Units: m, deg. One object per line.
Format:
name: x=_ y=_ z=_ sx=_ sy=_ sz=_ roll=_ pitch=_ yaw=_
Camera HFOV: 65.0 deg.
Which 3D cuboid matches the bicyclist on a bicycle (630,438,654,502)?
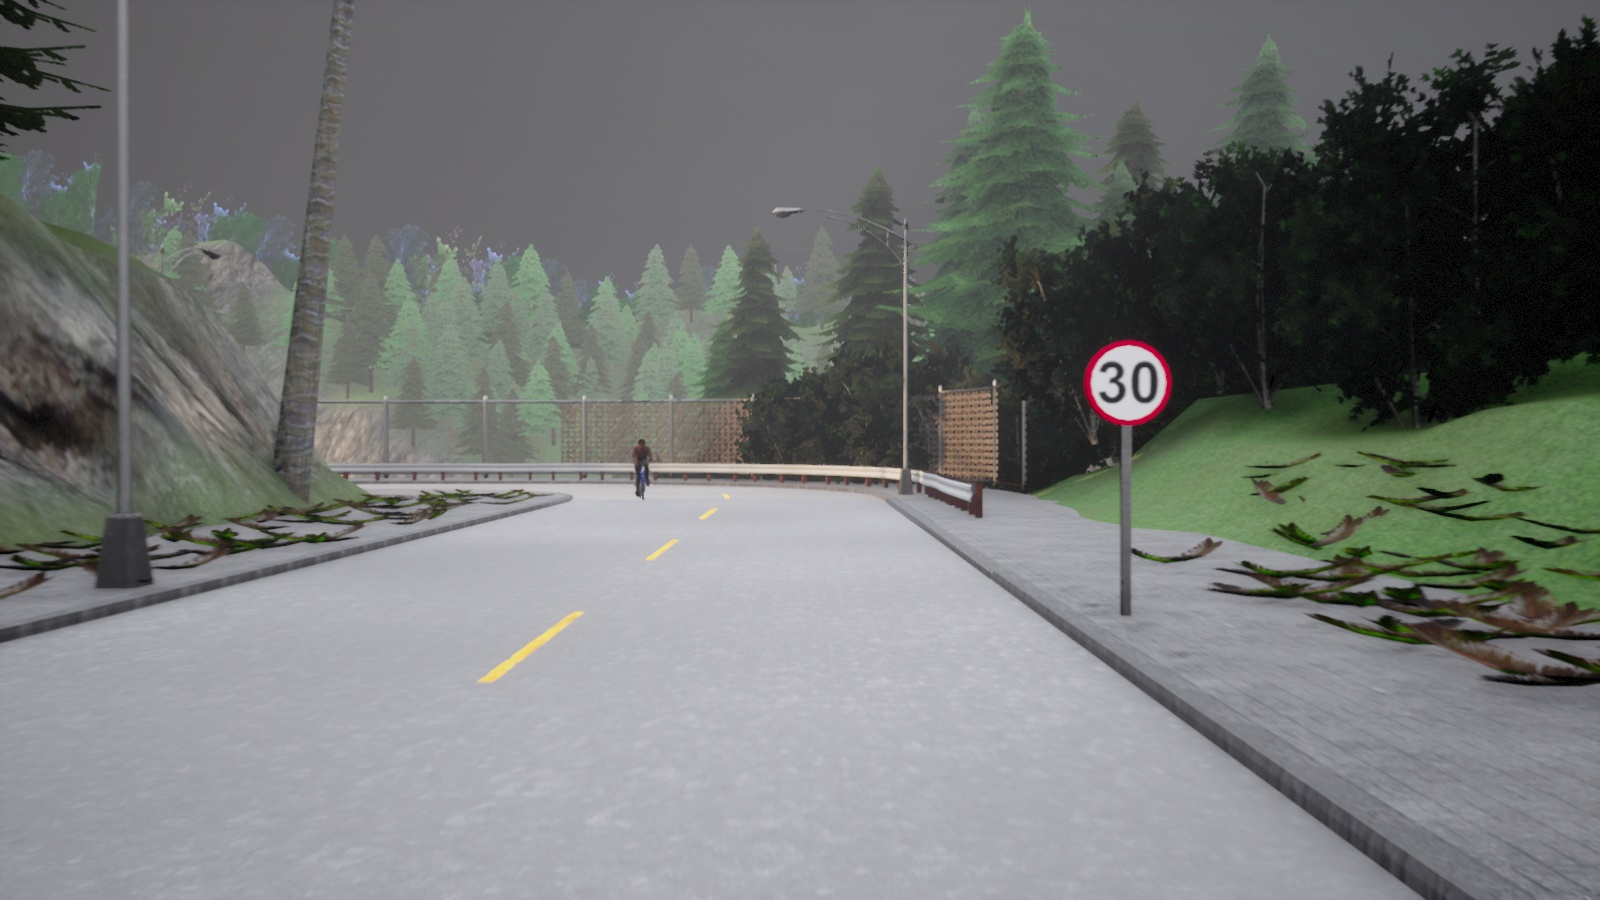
bicyclist on a bicycle: x=-4.115 y=0.509 z=32.734 sx=0.582 sy=1.620 sz=1.656 roll=-1 pitch=1 yaw=-7
